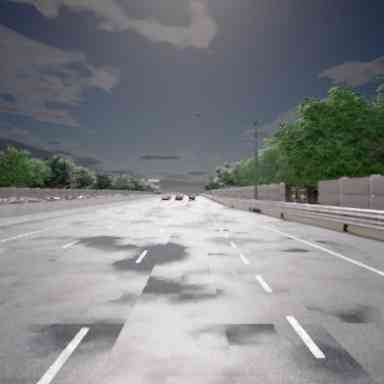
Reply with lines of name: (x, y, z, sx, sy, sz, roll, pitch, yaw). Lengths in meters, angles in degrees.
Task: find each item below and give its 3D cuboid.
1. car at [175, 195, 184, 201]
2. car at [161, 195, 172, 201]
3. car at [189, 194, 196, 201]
car: (-3.465, 1.549, 86.239, 1.882, 1.535, 5.008, 0, 0, 0)
car: (-6.965, 1.625, 86.657, 1.994, 1.385, 4.181, 0, 0, 0)
car: (0.035, 1.571, 86.237, 1.837, 1.490, 4.892, 0, 0, 0)
